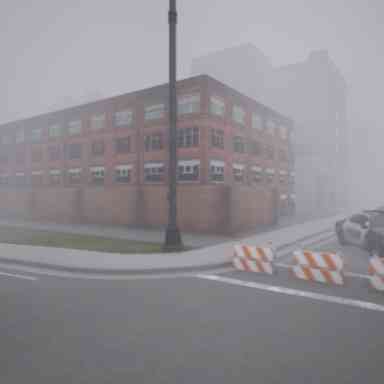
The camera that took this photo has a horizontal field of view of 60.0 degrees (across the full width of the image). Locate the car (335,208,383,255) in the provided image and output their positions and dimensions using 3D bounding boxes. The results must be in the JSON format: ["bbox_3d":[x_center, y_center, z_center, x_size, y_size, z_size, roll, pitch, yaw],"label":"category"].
[{"bbox_3d":[6.966,1.299,12.255,1.853,1.218,4.536,0,0,5],"label":"car"}]

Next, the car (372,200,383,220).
[{"bbox_3d":[17.946,1.457,27.539,4.974,1.542,2.038,0,0,-5],"label":"car"}]

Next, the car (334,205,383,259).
[{"bbox_3d":[6.961,1.457,12.203,2.038,1.542,4.974,0,0,5],"label":"car"}]
